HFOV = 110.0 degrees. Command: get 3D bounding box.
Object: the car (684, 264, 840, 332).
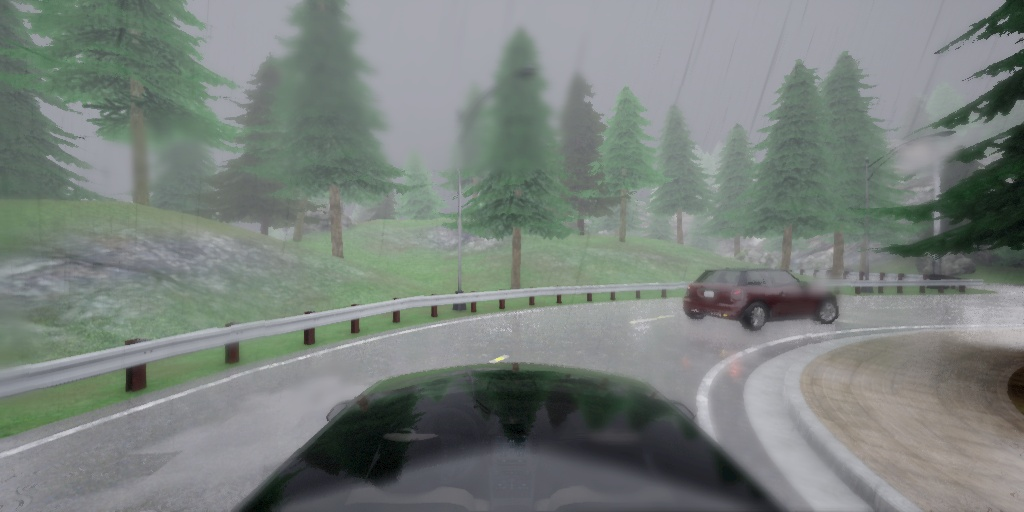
[{"bbox_3d":[7.574,1.121,10.896,4.553,1.767,2.097,0,0,-21],"label":"car"}]
